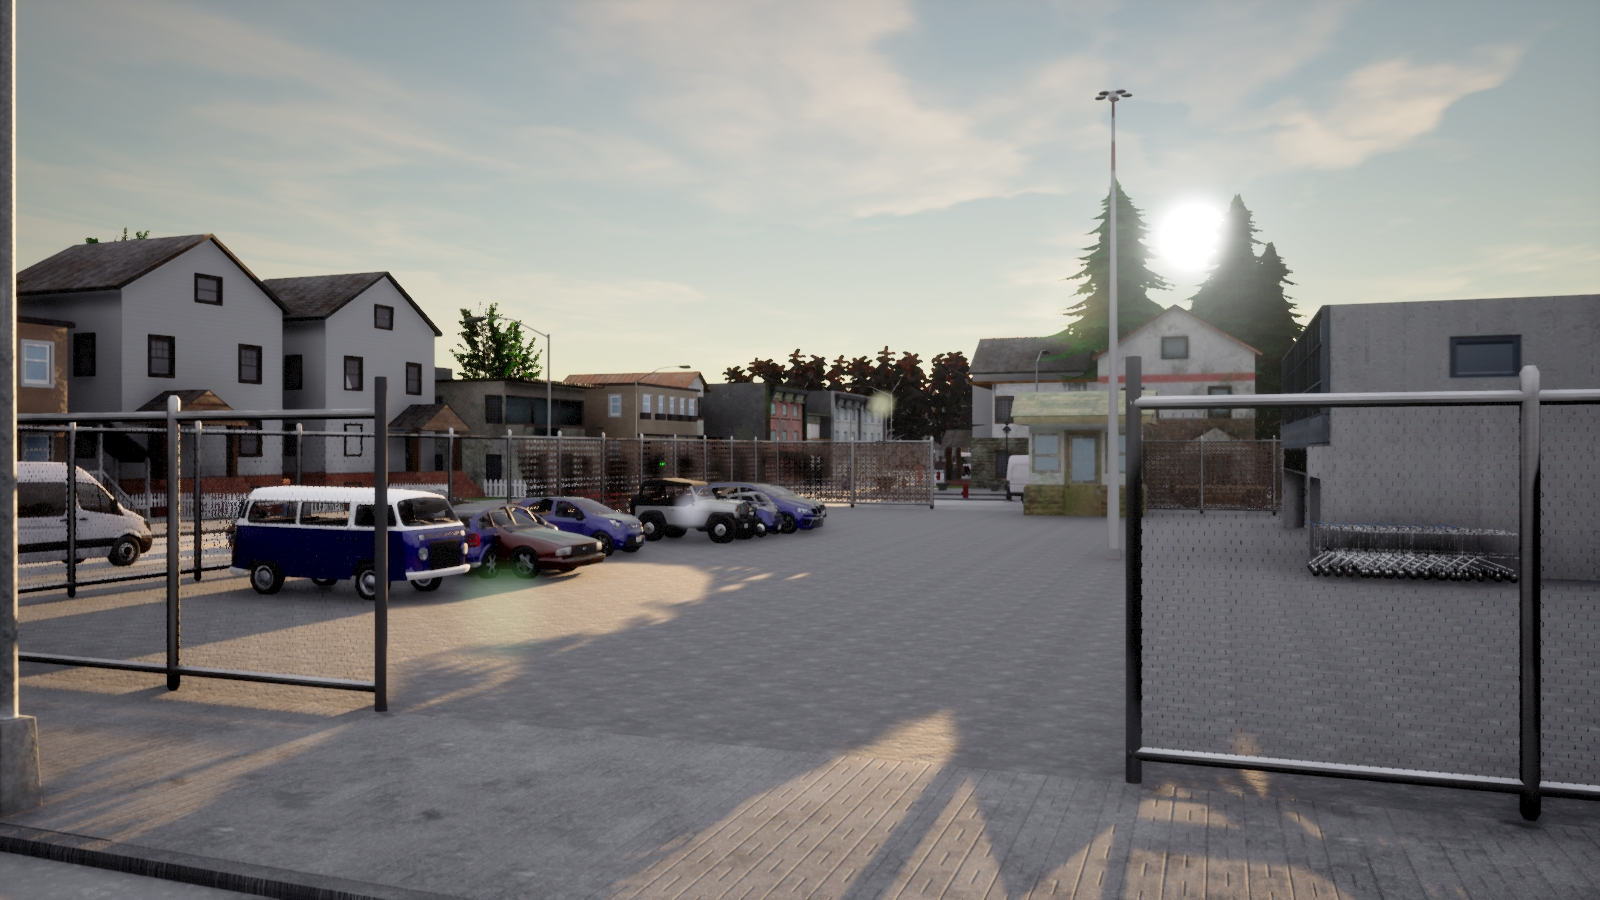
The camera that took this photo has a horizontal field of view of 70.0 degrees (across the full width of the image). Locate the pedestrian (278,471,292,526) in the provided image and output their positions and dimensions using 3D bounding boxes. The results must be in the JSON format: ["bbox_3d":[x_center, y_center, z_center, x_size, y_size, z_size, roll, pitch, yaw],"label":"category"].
[{"bbox_3d":[-17.402,1.633,38.609,0.375,1.860,0.375,0,0,-39],"label":"pedestrian"}]

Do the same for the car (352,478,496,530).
[{"bbox_3d":[-12.951,1.818,39.686,2.097,1.535,5.006,0,0,20],"label":"car"}]

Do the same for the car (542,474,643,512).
[{"bbox_3d":[-9.062,1.846,50.369,2.231,1.480,4.892,0,0,20],"label":"car"}]

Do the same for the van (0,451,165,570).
[{"bbox_3d":[-17.852,1.319,26.185,1.988,2.561,5.915,0,0,20],"label":"van"}]
